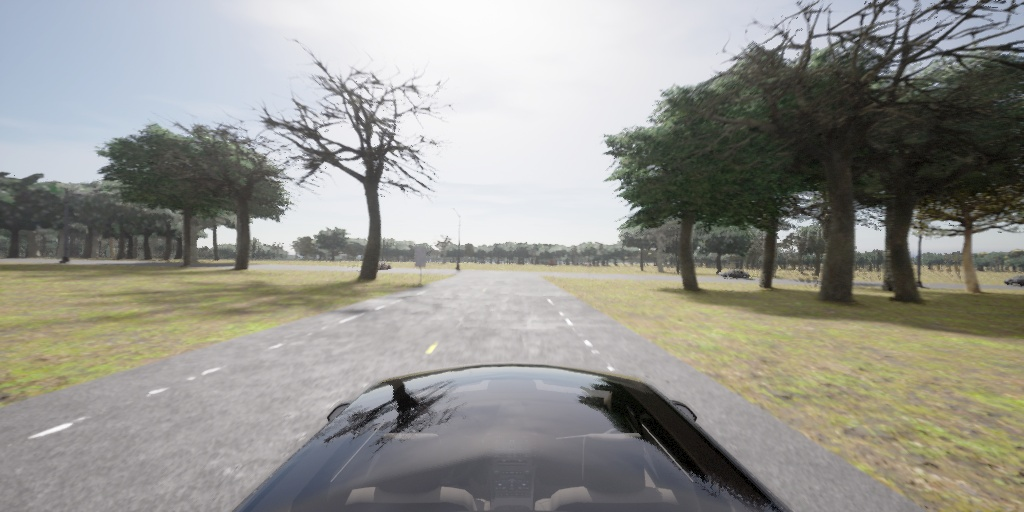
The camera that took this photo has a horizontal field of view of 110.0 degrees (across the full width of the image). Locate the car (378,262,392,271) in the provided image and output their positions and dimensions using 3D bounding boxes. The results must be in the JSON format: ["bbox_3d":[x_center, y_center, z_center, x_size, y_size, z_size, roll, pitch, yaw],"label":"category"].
[{"bbox_3d":[-21.020,1.603,56.045,4.181,1.385,1.994,2,0,0],"label":"car"}]
